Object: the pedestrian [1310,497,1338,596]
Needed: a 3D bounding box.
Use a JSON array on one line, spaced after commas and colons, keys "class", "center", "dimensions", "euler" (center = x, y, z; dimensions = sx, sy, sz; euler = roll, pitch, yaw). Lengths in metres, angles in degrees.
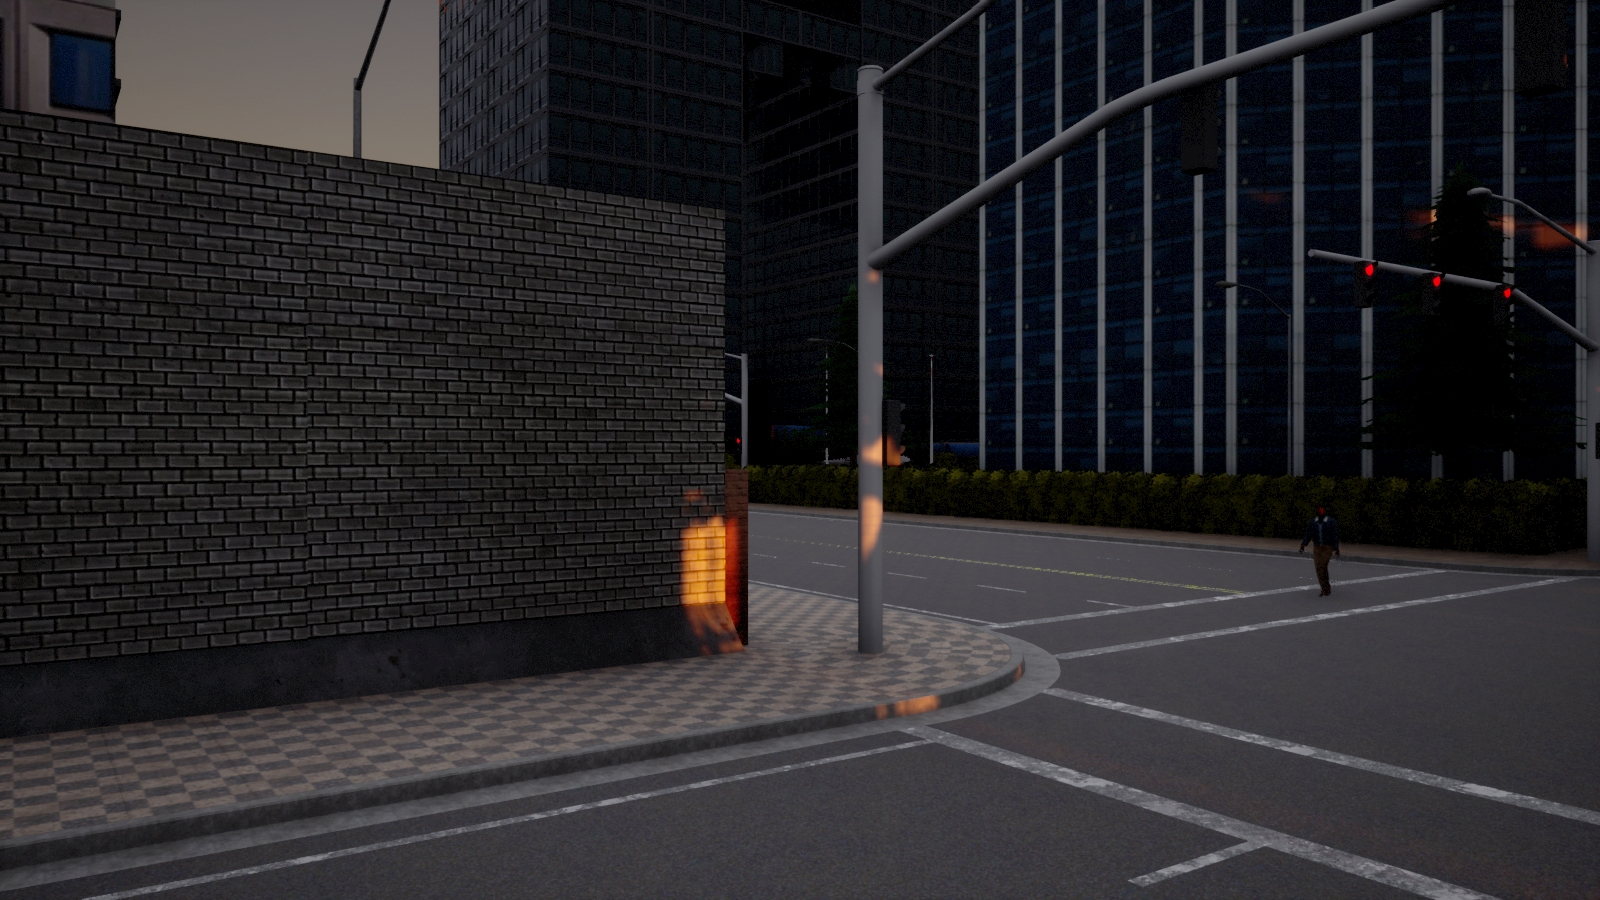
[{"class": "pedestrian", "center": [10.101, 1.848, 22.030], "dimensions": [0.375, 1.860, 0.375], "euler": [0, 0, -43]}]
